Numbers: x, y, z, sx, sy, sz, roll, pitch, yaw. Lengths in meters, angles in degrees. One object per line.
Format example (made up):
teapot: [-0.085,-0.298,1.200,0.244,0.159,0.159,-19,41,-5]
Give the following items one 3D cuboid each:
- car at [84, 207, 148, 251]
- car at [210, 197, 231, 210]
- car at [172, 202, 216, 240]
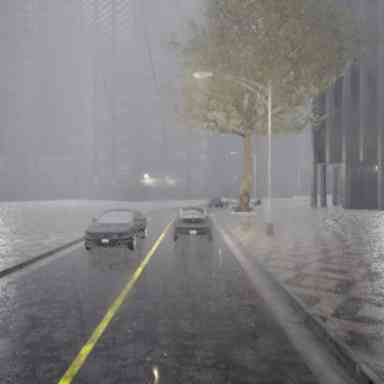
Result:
car: [-3.084,1.459,14.322,1.882,1.535,5.008,0,0,0]
car: [3.551,1.385,41.874,1.837,1.490,4.892,-1,0,21]
car: [0.063,1.482,16.927,1.837,1.490,4.892,0,1,0]
